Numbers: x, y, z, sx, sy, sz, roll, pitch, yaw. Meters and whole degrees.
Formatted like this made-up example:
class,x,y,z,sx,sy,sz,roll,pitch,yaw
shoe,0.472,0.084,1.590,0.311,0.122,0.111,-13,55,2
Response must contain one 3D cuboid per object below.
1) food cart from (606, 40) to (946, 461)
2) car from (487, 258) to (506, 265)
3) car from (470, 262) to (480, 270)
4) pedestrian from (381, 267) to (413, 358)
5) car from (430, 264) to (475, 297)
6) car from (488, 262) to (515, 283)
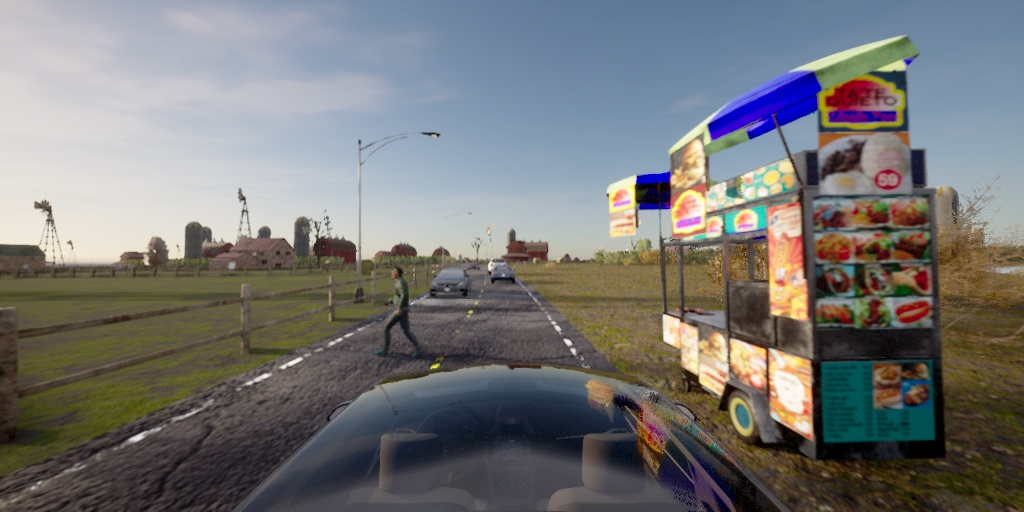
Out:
class,x,y,z,sx,sy,sz,roll,pitch,yaw
food cart,3.115,0.232,4.944,2.280,3.560,4.660,0,0,0
car,-1.843,1.234,44.711,2.150,2.045,5.566,0,-1,-5
car,-6.323,1.682,59.693,1.994,1.385,4.181,0,0,-6
pedestrian,-2.271,1.072,7.109,0.375,1.860,0.375,1,-1,1
car,-3.232,1.370,19.700,1.812,1.442,4.674,0,0,-2
car,-0.775,1.473,29.897,1.994,1.385,4.181,0,0,-3
